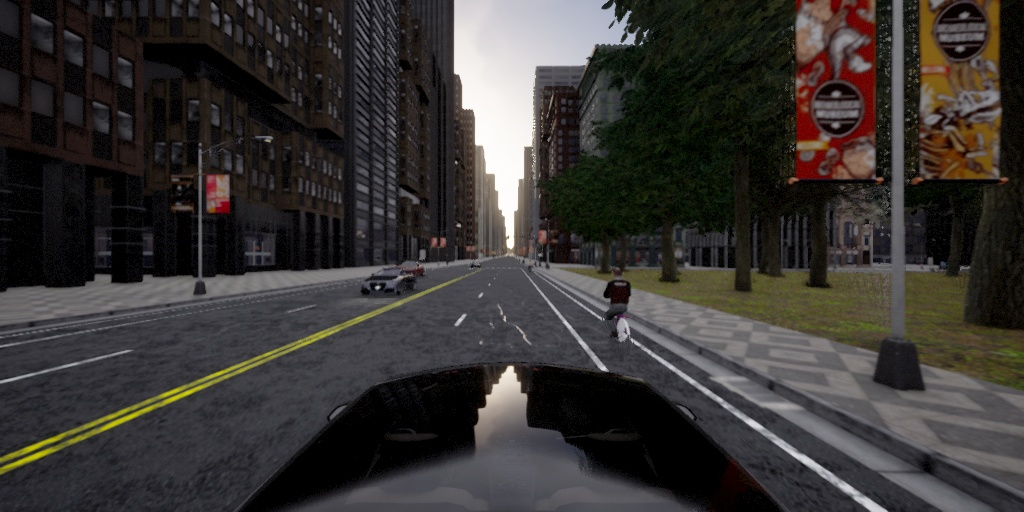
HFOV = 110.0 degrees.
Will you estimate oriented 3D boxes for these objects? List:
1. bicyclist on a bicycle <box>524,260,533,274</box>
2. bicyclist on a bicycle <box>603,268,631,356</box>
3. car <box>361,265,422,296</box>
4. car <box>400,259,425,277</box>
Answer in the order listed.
[{"bbox_3d":[2.212,1.315,43.674,0.866,1.612,1.509,0,0,0],"label":"bicyclist on a bicycle"},{"bbox_3d":[2.251,1.136,7.828,0.659,1.776,1.843,0,0,0],"label":"bicyclist on a bicycle"},{"bbox_3d":[-6.599,1.359,19.622,1.994,1.385,4.181,0,0,0],"label":"car"},{"bbox_3d":[-9.845,1.194,34.391,2.097,1.767,4.553,0,0,0],"label":"car"}]
